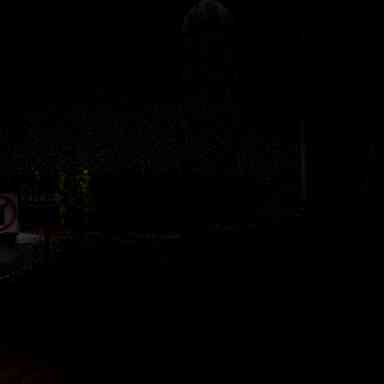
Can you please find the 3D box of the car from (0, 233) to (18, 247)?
[{"bbox_3d":[-8.091,1.305,12.237,2.150,2.045,5.566,0,0,-16],"label":"car"}]
